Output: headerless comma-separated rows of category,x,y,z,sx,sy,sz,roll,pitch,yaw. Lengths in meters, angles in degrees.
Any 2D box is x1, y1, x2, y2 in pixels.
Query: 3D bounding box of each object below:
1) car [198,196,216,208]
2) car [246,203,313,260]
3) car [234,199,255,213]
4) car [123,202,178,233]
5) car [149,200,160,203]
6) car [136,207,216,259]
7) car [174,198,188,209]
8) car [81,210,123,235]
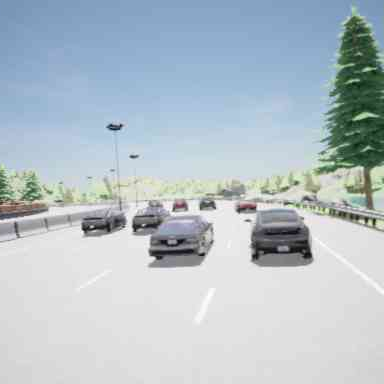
car,1.915,1.369,43.925,2.097,1.767,4.553,-4,0,-1
car,2.977,1.338,11.822,1.837,1.490,4.892,-3,0,10
car,5.364,1.343,33.766,1.895,1.301,4.718,-4,0,3
car,-2.579,1.748,21.947,2.128,1.511,4.902,-4,0,6
car,-5.157,1.871,46.354,2.097,1.767,4.553,-4,0,-2
car,-0.246,1.609,13.006,2.033,1.411,5.357,-4,0,9
car,-1.614,1.620,45.145,2.097,1.767,4.553,-4,0,-2
car,-5.976,1.989,23.119,2.128,1.511,4.902,-4,0,6
